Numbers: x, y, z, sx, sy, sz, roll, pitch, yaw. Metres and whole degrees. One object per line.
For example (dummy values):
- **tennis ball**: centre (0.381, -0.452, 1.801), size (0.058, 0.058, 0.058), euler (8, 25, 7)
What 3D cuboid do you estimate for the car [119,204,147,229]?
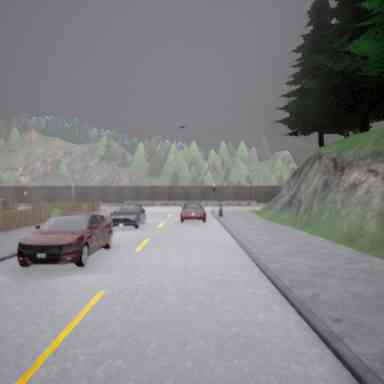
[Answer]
- **car**: centre (-4.102, 1.509, 21.807), size (2.033, 1.411, 5.357), euler (0, 0, 0)

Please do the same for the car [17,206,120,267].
- **car**: centre (-4.103, 1.457, 11.548), size (1.882, 1.535, 5.008), euler (0, 0, 0)

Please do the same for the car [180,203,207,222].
- **car**: centre (0.090, 1.519, 25.522), size (1.994, 1.385, 4.181), euler (0, 0, 0)
